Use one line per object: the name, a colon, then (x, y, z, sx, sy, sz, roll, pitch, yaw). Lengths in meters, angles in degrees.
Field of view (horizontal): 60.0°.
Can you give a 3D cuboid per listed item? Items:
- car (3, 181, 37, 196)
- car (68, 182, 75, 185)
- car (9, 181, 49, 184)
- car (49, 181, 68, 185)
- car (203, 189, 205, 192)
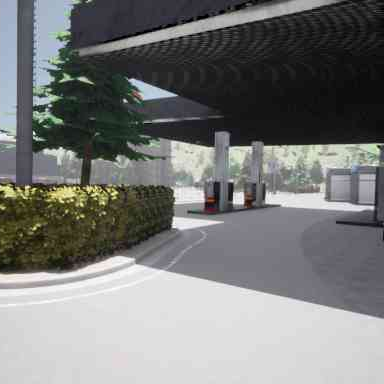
car: (-21.902, -0.472, 42.394, 4.605, 1.855, 1.932, 2, 2, 35)
car: (-25.645, -1.289, 68.024, 4.605, 1.855, 1.932, 2, 2, 35)
car: (-17.351, -0.184, 35.189, 3.866, 1.878, 1.905, 2, 2, 35)
car: (-26.976, -1.264, 65.408, 3.866, 1.878, 1.905, 2, 2, 35)
car: (4.686, -0.310, 65.637, 5.027, 1.636, 2.152, 2, 2, 35)
